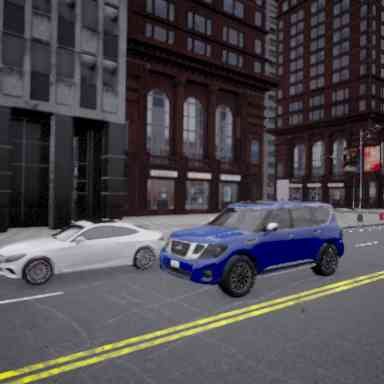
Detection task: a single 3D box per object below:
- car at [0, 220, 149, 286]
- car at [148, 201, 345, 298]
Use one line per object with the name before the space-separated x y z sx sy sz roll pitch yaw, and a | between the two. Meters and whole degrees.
car | -2.922 1.550 9.586 4.674 1.442 1.812 1 0 -36
car | 1.875 1.280 9.017 5.566 2.045 2.150 1 -1 -35
